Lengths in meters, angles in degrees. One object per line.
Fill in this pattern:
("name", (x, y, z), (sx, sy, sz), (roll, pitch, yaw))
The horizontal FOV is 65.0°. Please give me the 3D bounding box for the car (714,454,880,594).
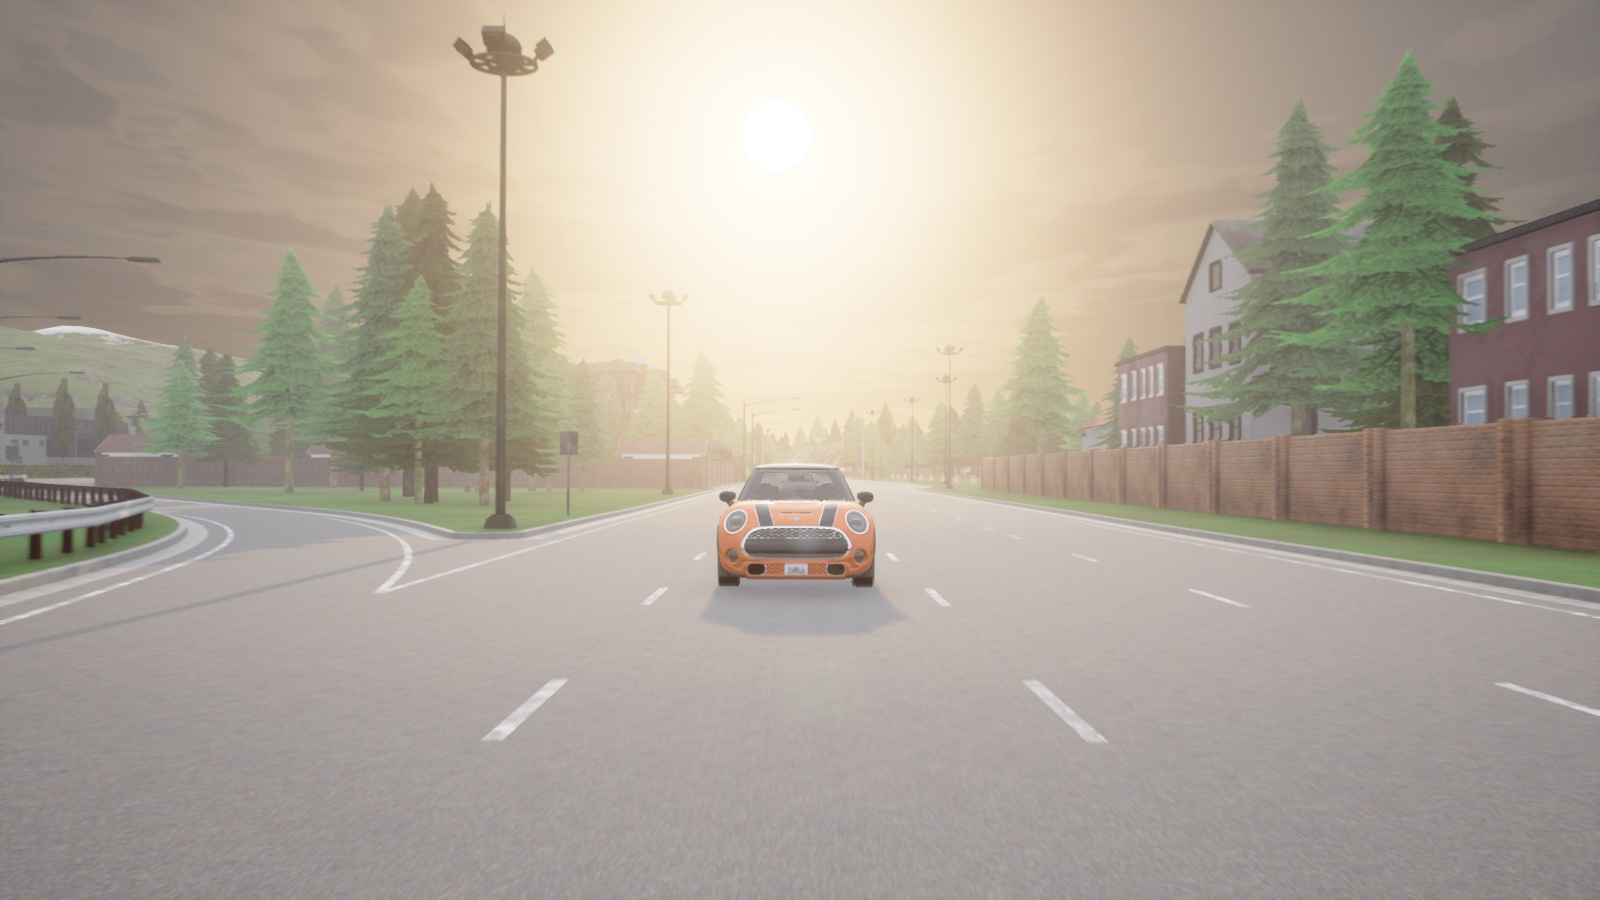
("car", (-0.045, 0.977, 18.268), (2.097, 1.767, 4.553), (0, -1, 0))
